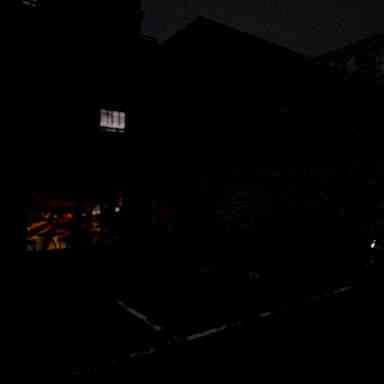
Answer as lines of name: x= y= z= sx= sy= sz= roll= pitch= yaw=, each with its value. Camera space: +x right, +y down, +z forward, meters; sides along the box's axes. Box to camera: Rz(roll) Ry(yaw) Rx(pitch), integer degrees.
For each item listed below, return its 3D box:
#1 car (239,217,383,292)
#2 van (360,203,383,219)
car: x=3.191 y=1.526 z=8.842 sx=4.313 sy=1.339 sz=1.947 roll=0 pitch=0 yaw=-36
van: x=7.787 y=1.271 z=12.124 sx=3.998 sy=1.788 sz=1.690 roll=0 pitch=0 yaw=-36
